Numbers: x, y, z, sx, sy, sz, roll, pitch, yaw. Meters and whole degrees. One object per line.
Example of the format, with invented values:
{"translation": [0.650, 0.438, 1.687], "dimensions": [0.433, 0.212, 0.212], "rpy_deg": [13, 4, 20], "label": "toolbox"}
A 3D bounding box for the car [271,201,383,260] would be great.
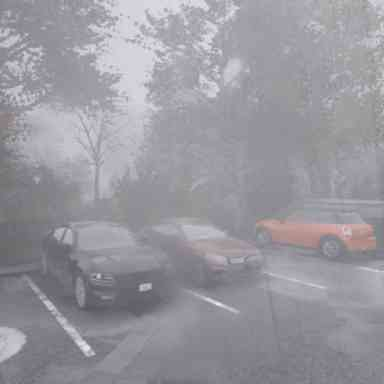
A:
{"translation": [4.524, 1.386, 12.984], "dimensions": [2.185, 1.767, 4.553], "rpy_deg": [0, 0, -35], "label": "car"}

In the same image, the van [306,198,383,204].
{"translation": [6.703, 1.301, 14.719], "dimensions": [1.878, 1.987, 4.442], "rpy_deg": [0, 0, -35], "label": "van"}

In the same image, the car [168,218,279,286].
{"translation": [-0.031, 1.529, 9.781], "dimensions": [2.002, 1.452, 4.674], "rpy_deg": [0, 0, -35], "label": "car"}

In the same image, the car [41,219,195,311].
{"translation": [-2.303, 1.482, 8.167], "dimensions": [2.097, 1.535, 5.008], "rpy_deg": [0, 0, -35], "label": "car"}
